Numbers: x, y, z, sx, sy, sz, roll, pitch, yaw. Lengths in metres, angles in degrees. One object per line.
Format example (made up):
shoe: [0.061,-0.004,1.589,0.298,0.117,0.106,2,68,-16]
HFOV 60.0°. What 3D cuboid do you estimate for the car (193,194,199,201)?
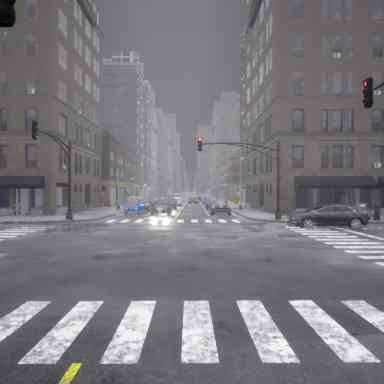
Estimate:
car: [1.062,1.448,89.580,1.801,1.575,5.366,0,0,0]

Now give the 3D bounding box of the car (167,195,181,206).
car: [-2.966,1.495,43.800,2.128,1.511,4.902,0,0,0]

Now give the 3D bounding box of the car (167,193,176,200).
car: [-5.582,1.307,90.096,2.192,1.841,5.009,0,0,0]

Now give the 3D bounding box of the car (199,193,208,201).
car: [2.926,1.309,84.412,2.192,1.841,5.009,0,0,0]

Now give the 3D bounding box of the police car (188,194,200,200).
police car: [0.567,1.415,95.408,1.930,1.638,5.238,0,0,-16]

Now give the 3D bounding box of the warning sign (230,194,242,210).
warning sign: [5.188,1.118,39.376,1.300,1.860,1.060,0,0,0]

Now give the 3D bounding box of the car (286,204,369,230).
car: [8.363,1.511,20.701,4.892,1.490,1.837,0,0,0]

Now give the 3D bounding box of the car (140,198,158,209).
car: [-5.722,1.569,44.750,1.947,1.339,4.313,0,0,0]

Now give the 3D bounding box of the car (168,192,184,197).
car: [-2.920,1.225,54.530,2.150,2.045,5.566,0,0,0]

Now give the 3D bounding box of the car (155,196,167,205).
car: [-5.670,1.527,61.585,1.752,1.417,4.829,0,0,0]

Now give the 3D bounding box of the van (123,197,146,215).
van: [-5.758,1.343,33.413,1.690,1.788,3.998,0,0,0]

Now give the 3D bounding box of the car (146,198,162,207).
car: [-5.705,1.585,50.418,1.802,1.307,4.206,0,0,0]

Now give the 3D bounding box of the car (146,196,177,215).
car: [-3.003,1.494,33.555,2.128,1.511,4.902,0,0,0]

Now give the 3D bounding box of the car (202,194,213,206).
car: [2.803,1.443,44.727,1.967,1.590,4.097,0,0,0]

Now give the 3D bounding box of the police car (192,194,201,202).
police car: [1.040,1.422,79.485,1.930,1.638,5.238,0,0,-1]

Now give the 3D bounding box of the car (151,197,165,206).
car: [-5.687,1.569,56.087,1.947,1.339,4.313,0,0,0]

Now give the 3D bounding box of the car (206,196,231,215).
car: [2.768,1.442,33.389,1.967,1.590,4.097,0,0,0]

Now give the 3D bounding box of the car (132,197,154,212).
car: [-5.740,1.443,39.082,1.967,1.590,4.097,0,0,0]

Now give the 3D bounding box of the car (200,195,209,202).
car: [2.909,1.437,78.743,1.967,1.590,4.097,0,0,0]

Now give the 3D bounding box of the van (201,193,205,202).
van: [2.838,1.344,56.066,1.690,1.788,3.998,0,0,0]

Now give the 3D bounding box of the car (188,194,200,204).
car: [0.193,1.603,62.987,1.895,1.301,4.718,0,0,0]

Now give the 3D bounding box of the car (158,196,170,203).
car: [-5.652,1.567,67.423,1.947,1.339,4.313,0,0,0]

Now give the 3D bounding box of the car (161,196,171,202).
car: [-5.634,1.544,73.091,1.887,1.381,4.507,0,0,0]

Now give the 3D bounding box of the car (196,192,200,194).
car: [0.224,1.292,72.961,1.882,1.535,5.008,0,0,0]
